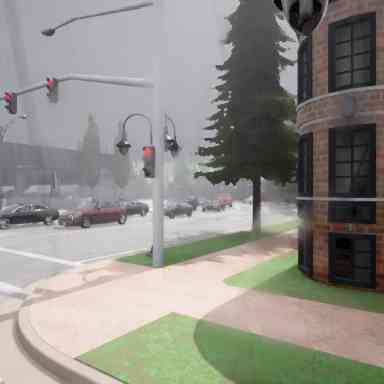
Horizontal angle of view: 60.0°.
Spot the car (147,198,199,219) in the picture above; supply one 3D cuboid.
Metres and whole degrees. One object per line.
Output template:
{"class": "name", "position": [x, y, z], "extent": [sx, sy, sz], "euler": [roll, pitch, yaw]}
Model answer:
{"class": "car", "position": [-1.583, 1.526, 29.628], "extent": [1.812, 1.442, 4.674], "euler": [0, 0, 31]}

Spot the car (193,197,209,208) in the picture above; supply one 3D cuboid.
{"class": "car", "position": [1.430, 1.490, 50.570], "extent": [2.128, 1.511, 4.902], "euler": [0, 0, 4]}

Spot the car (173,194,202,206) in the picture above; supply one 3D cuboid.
{"class": "car", "position": [-1.058, 1.221, 38.578], "extent": [2.150, 2.045, 5.566], "euler": [0, 0, 19]}

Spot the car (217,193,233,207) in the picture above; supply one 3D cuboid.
{"class": "car", "position": [4.904, 1.224, 50.041], "extent": [2.150, 2.045, 5.566], "euler": [0, 0, 3]}

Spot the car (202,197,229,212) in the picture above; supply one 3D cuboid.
{"class": "car", "position": [2.582, 1.564, 38.637], "extent": [1.994, 1.385, 4.181], "euler": [0, 0, 18]}

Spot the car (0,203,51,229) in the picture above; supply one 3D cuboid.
{"class": "car", "position": [-11.079, 1.491, 21.644], "extent": [2.128, 1.511, 4.902], "euler": [0, 0, 35]}

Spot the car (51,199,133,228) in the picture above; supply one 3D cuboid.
{"class": "car", "position": [-6.501, 1.352, 22.114], "extent": [2.097, 1.767, 4.553], "euler": [0, 0, 34]}

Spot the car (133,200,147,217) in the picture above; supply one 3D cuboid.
{"class": "car", "position": [-5.814, 1.491, 29.431], "extent": [2.128, 1.511, 4.902], "euler": [0, 0, 31]}

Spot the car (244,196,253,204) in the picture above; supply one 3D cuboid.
{"class": "car", "position": [11.104, 1.526, 61.562], "extent": [1.812, 1.442, 4.674], "euler": [0, 0, -10]}
